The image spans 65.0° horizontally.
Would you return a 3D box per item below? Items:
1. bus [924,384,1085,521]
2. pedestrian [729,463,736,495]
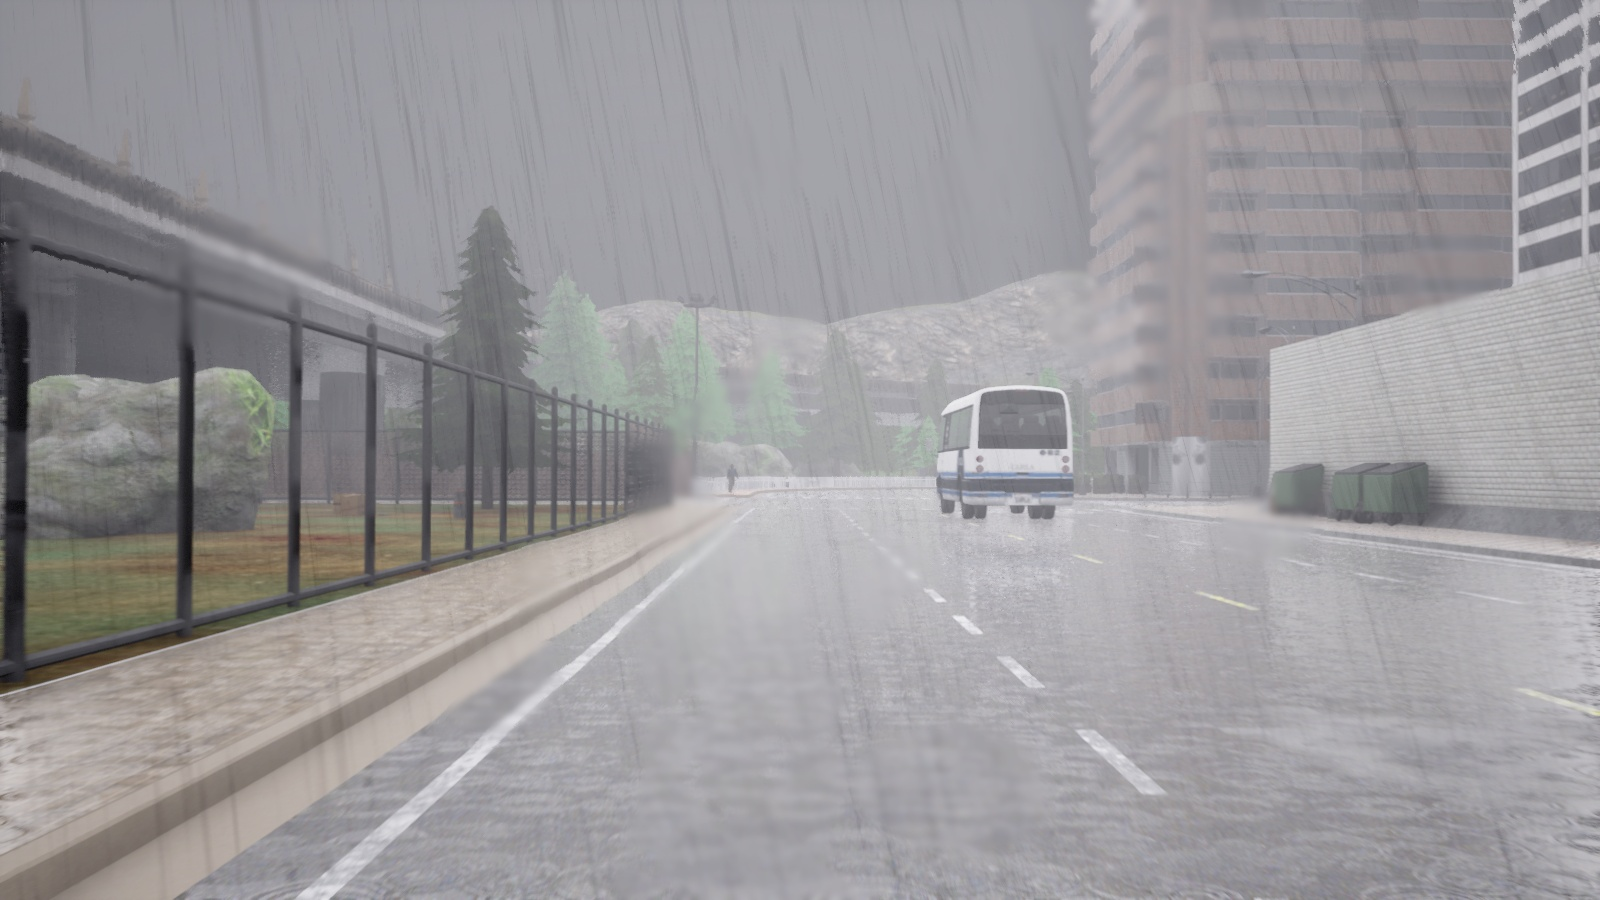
[{"bbox_3d":[6.886,0.153,44.343,3.944,4.253,10.273,0,-1,0],"label":"bus"},{"bbox_3d":[-4.092,1.754,75.776,0.423,1.949,0.788,0,-1,-2],"label":"pedestrian"}]
